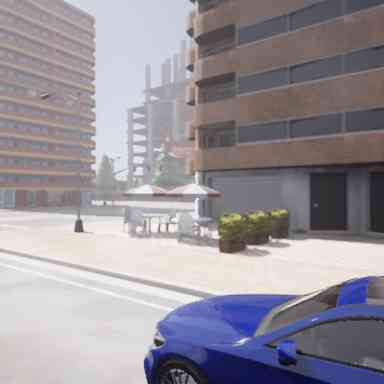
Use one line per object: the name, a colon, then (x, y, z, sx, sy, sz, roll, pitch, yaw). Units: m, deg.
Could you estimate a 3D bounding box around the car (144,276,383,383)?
car: (1.687, 1.529, 2.925, 4.674, 1.442, 1.812, 0, 0, 35)
